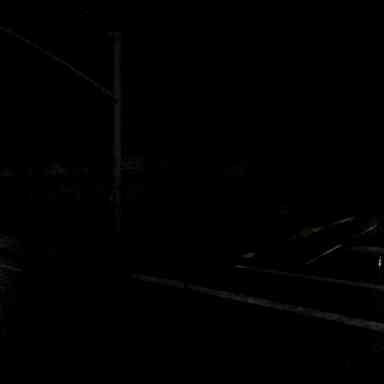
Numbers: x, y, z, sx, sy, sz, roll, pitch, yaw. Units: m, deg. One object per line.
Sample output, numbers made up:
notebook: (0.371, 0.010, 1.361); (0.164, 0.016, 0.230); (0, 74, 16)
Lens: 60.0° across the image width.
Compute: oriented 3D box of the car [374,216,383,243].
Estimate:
car: (9.680, 1.466, 15.217); (1.837, 1.490, 4.892); (0, 0, 35)
